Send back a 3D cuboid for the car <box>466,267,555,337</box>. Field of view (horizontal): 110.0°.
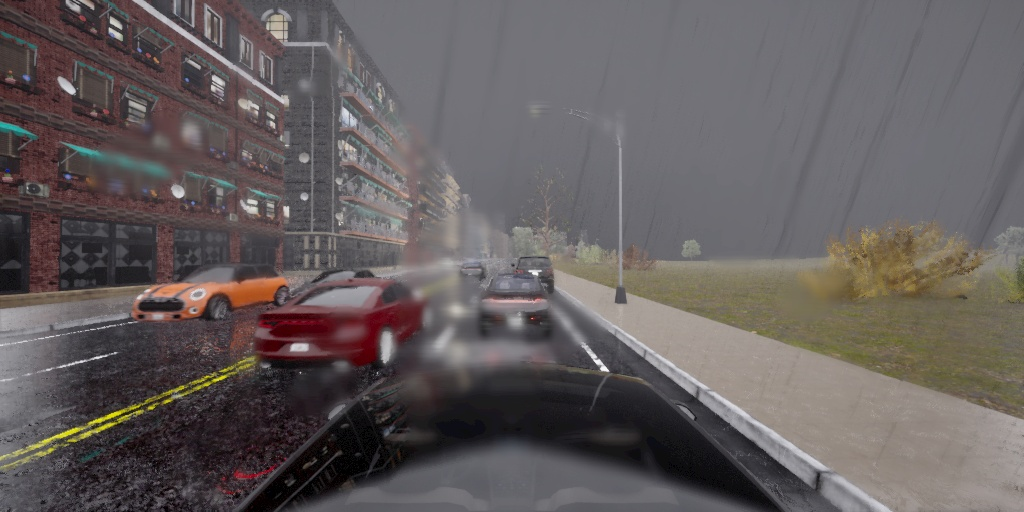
[{"bbox_3d":[0.098,1.243,10.354,2.128,1.511,4.902,0,0,0],"label":"car"}]

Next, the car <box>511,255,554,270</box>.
[{"bbox_3d":[1.132,0.977,20.224,2.150,2.045,5.566,0,0,0],"label":"car"}]

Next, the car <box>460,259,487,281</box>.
[{"bbox_3d":[-3.159,1.244,30.057,2.128,1.511,4.902,0,0,0],"label":"car"}]

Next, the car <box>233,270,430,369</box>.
[{"bbox_3d":[-3.152,1.228,7.807,1.882,1.535,5.008,0,0,0],"label":"car"}]

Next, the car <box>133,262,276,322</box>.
[{"bbox_3d":[-9.853,1.103,12.242,2.097,1.767,4.553,0,0,0],"label":"car"}]

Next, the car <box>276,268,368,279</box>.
[{"bbox_3d":[-6.604,1.256,14.016,1.837,1.490,4.892,0,0,0],"label":"car"}]

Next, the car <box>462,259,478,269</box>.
[{"bbox_3d":[-6.607,1.227,57.153,1.882,1.535,5.008,0,0,0],"label":"car"}]

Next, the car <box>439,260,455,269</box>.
[{"bbox_3d":[-9.855,1.275,55.095,1.812,1.442,4.674,0,0,0],"label":"car"}]
